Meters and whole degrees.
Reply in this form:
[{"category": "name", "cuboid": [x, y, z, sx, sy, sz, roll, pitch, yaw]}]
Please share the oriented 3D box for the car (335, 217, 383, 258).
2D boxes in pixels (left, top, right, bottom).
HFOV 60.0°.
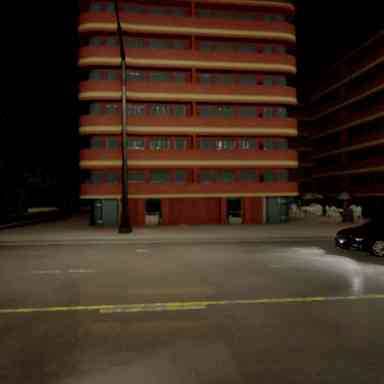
[{"category": "car", "cuboid": [8.234, 1.701, 13.291, 4.892, 1.490, 1.837, 0, -1, -7]}]
